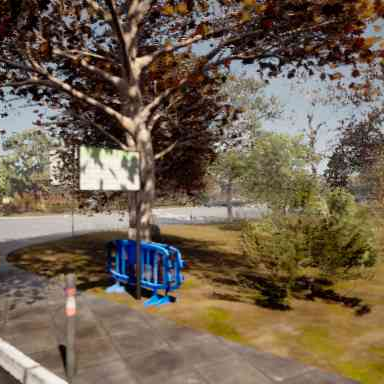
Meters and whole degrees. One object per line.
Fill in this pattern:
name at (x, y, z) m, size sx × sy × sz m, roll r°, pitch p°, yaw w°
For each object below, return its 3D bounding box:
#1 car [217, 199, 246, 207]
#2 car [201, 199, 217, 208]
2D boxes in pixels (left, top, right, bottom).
car at (7.247, 2.033, 58.542) m, size 4.718 × 1.301 × 1.895 m, roll -2°, pitch 1°, yaw -35°
car at (4.230, 2.031, 60.679) m, size 5.357 × 1.411 × 2.033 m, roll -2°, pitch 1°, yaw -35°
